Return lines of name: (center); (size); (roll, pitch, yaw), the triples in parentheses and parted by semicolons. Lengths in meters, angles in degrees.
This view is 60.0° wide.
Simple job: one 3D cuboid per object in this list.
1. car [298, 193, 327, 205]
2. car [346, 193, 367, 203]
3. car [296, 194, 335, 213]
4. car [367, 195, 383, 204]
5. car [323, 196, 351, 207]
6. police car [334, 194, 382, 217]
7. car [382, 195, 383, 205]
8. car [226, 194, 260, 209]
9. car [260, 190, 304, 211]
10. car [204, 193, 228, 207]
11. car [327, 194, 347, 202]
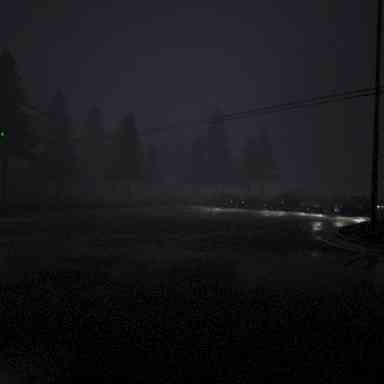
car: (17.135, 0.999, 47.116); (1.882, 1.535, 5.008); (2, 1, 44)
car: (29.780, 1.056, 60.069); (1.882, 1.535, 5.008); (2, 1, 44)
car: (12.140, 1.213, 31.891); (1.812, 1.442, 4.674); (2, 1, 44)
car: (32.294, 1.238, 57.638); (2.033, 1.411, 5.357); (2, 1, 44)
car: (19.516, 1.213, 44.553); (1.895, 1.301, 4.718); (2, 1, 44)
police car: (14.694, 1.207, 29.329); (1.930, 1.638, 5.238); (2, 1, 44)
car: (28.155, 1.277, 48.426); (1.994, 1.385, 4.181); (2, 1, 44)
car: (6.124, 1.104, 35.733); (1.895, 1.301, 4.718); (2, 1, 44)
car: (9.389, 0.949, 34.070); (2.097, 1.767, 4.553); (2, 1, 44)
car: (3.488, 0.890, 38.033); (1.882, 1.535, 5.008); (2, 1, 44)
car: (27.241, 1.105, 62.481); (1.895, 1.301, 4.718); (2, 1, 44)
